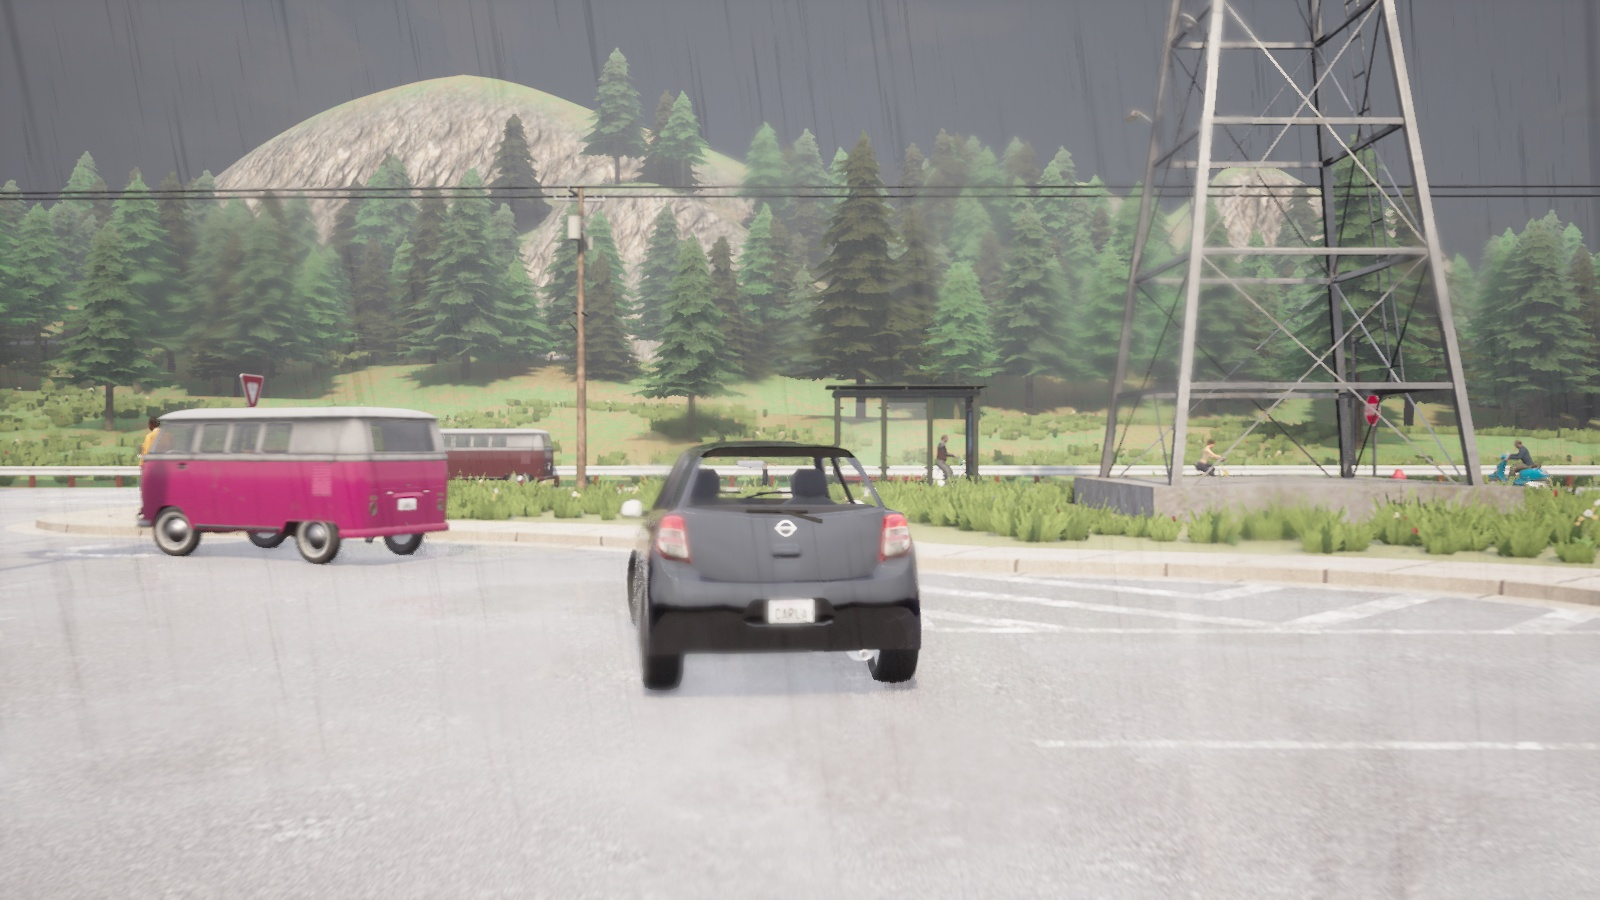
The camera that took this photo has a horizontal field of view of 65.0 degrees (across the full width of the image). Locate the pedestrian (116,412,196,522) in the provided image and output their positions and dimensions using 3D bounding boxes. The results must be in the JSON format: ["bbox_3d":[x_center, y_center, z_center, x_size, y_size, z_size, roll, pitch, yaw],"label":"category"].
[{"bbox_3d":[-11.196,0.285,21.840,0.900,1.855,0.874,0,0,25],"label":"pedestrian"}]

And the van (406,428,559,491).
[{"bbox_3d":[-10.081,0.292,40.116,4.442,1.987,1.775,0,0,1],"label":"van"}]

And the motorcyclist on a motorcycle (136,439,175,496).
[{"bbox_3d":[-18.796,0.503,36.594,0.866,1.590,1.817,-2,1,-30],"label":"motorcyclist on a motorcycle"}]

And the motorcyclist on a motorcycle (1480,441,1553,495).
[{"bbox_3d":[21.808,0.526,38.227,1.817,1.590,0.866,0,3,37],"label":"motorcyclist on a motorcycle"}]

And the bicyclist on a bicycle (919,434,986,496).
[{"bbox_3d":[4.414,0.439,36.451,1.843,1.776,0.659,0,0,1],"label":"bicyclist on a bicycle"}]

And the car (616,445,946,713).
[{"bbox_3d":[-0.353,0.715,8.952,1.845,1.501,3.633,0,0,-9],"label":"car"}]

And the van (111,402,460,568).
[{"bbox_3d":[-6.866,0.411,16.707,4.442,1.987,1.775,0,0,25],"label":"van"}]
